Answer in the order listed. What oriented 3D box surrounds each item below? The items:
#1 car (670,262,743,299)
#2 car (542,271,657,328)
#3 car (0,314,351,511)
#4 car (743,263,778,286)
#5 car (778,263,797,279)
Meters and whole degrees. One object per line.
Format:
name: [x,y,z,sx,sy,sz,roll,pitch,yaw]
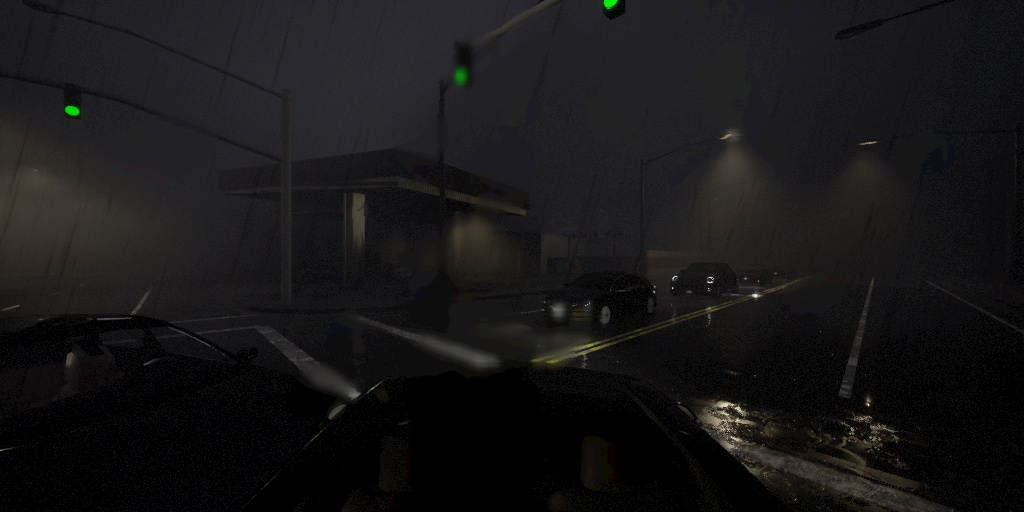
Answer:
car: [9.897,1.102,18.358,4.553,1.767,2.097,0,0,-44]
car: [2.993,1.255,11.579,4.892,1.490,1.837,0,0,-45]
car: [-3.396,1.242,2.622,4.902,1.511,2.128,0,0,15]
car: [16.890,1.314,25.201,1.994,1.385,4.181,0,0,45]
car: [24.092,1.314,32.185,4.181,1.385,1.994,0,0,-44]
